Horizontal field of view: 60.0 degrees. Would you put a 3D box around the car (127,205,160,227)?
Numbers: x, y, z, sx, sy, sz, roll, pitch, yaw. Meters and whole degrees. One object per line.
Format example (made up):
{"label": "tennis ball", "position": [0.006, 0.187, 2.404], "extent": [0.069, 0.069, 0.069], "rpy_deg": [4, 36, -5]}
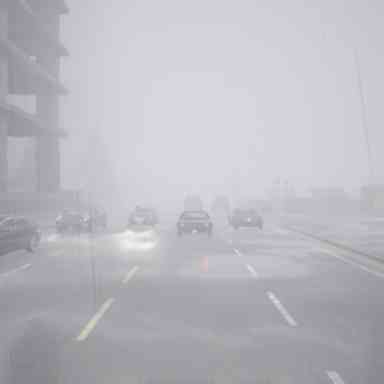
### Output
{"label": "car", "position": [-3.441, 1.718, 24.251], "extent": [2.128, 1.511, 4.902], "rpy_deg": [0, 0, 0]}

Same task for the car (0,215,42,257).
{"label": "car", "position": [-7.057, 1.582, 11.633], "extent": [2.128, 1.511, 4.902], "rpy_deg": [0, 0, 0]}

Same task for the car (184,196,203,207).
{"label": "car", "position": [0.181, 1.537, 40.719], "extent": [2.150, 2.045, 5.566], "rpy_deg": [0, -1, 0]}

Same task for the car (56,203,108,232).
{"label": "car", "position": [-6.968, 1.519, 21.397], "extent": [2.097, 1.767, 4.553], "rpy_deg": [0, 0, 1]}

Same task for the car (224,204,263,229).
{"label": "car", "position": [3.657, 1.748, 23.326], "extent": [1.994, 1.385, 4.181], "rpy_deg": [0, 0, 0]}

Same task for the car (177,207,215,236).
{"label": "car", "position": [0.146, 1.754, 19.429], "extent": [1.895, 1.301, 4.718], "rpy_deg": [0, 0, 0]}

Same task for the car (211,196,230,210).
{"label": "car", "position": [3.695, 1.563, 43.393], "extent": [2.150, 2.045, 5.566], "rpy_deg": [0, 0, 0]}
